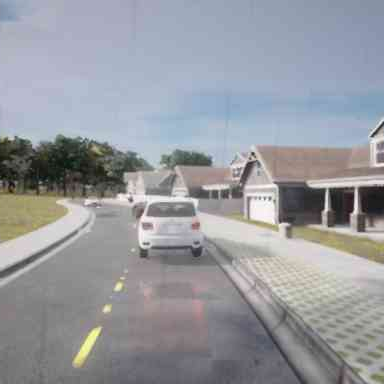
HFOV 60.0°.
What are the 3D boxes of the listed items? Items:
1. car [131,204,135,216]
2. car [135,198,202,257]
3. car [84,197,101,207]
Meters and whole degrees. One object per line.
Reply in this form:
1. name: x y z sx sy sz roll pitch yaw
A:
1. car: -4.246 1.571 29.649 1.994 1.385 4.181 0 0 -15
2. car: -0.945 1.241 13.226 2.150 2.045 5.566 0 0 -7
3. car: -14.692 1.412 49.228 1.812 1.442 4.674 0 0 -26
